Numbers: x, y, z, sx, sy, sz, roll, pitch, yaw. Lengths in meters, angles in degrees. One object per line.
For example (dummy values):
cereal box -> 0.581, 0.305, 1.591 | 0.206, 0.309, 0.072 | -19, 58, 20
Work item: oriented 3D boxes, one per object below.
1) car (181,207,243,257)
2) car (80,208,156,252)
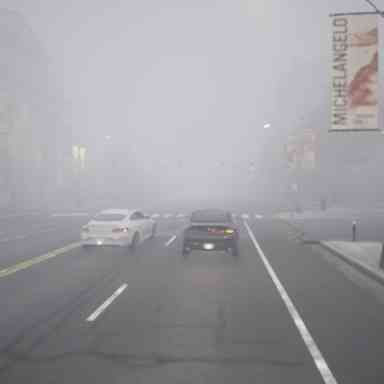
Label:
car -> 0.753, 1.329, 12.150 | 1.837, 1.490, 4.892 | 0, 0, 6
car -> -2.691, 1.342, 12.869 | 1.812, 1.442, 4.674 | 0, 1, 6
